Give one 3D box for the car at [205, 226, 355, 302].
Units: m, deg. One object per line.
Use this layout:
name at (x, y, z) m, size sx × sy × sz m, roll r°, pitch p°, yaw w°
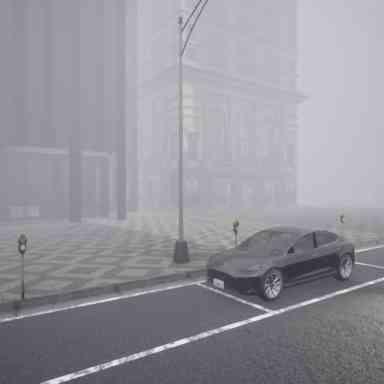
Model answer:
car at (2.339, 1.565, 8.298) m, size 4.313 × 1.339 × 1.947 m, roll 0°, pitch 0°, yaw -35°
